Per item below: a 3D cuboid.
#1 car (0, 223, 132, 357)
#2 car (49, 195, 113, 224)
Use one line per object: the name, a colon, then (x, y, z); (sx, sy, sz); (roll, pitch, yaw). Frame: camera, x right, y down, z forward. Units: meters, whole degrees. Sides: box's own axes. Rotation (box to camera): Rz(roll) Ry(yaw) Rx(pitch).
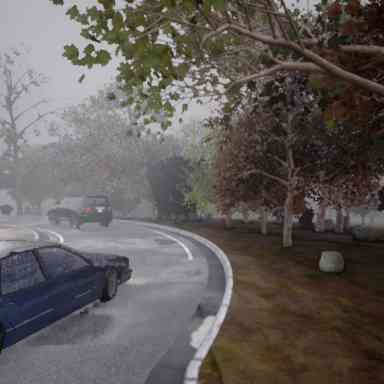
car: (-2.973, 1.540, 5.518); (2.033, 1.411, 5.357); (0, 0, 17)
car: (-7.318, 1.199, 21.683); (2.150, 2.045, 5.566); (1, 0, -44)
